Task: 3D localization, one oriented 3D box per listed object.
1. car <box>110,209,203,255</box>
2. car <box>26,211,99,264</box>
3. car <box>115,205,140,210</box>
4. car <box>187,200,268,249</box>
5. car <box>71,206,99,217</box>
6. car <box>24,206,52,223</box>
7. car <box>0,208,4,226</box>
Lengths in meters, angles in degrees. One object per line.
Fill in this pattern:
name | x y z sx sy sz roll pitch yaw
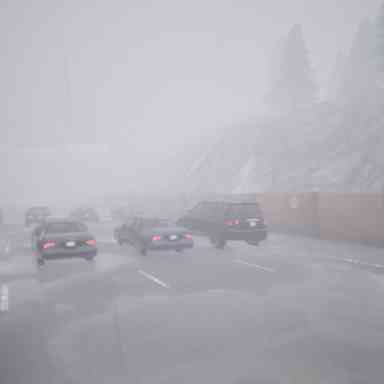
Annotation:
car | -1.837 1.695 14.134 2.033 1.411 5.357 0 -1 -28
car | -4.912 1.673 12.463 2.033 1.411 5.357 0 -1 -28
car | -5.600 1.844 28.814 2.033 1.411 5.357 0 -1 -27
car | 1.210 1.395 15.865 2.150 2.045 5.566 0 0 -28
car | -9.167 1.848 28.116 1.994 1.385 4.181 0 -1 -27
car | -11.811 1.801 25.585 2.033 1.411 5.357 0 -1 -27
car | -15.328 1.590 24.790 2.097 1.767 4.553 0 -1 -27
